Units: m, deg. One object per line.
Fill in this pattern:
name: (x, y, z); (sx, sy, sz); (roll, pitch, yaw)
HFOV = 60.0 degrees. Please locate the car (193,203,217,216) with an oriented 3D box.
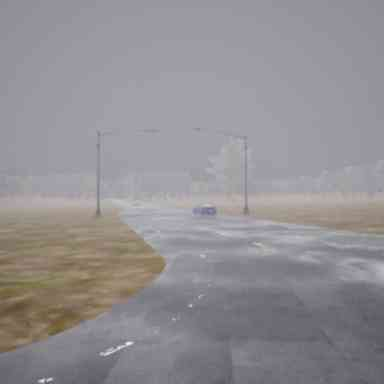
car: (1.536, 2.181, 41.436); (1.882, 1.535, 5.008); (0, -1, -15)

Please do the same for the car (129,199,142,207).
car: (-13.976, 2.783, 84.454); (2.097, 1.767, 4.553); (0, -1, -15)
